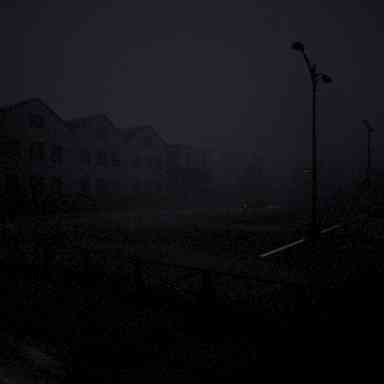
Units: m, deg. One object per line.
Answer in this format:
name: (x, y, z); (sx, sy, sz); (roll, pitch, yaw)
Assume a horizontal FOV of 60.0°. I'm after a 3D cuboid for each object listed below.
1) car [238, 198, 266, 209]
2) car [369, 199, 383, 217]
car: (7.749, 1.401, 42.215); (1.895, 1.301, 4.718); (0, 0, 36)
car: (15.523, 1.297, 26.745); (2.007, 1.523, 4.514); (0, 0, 35)
